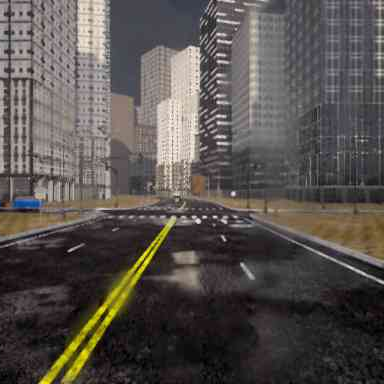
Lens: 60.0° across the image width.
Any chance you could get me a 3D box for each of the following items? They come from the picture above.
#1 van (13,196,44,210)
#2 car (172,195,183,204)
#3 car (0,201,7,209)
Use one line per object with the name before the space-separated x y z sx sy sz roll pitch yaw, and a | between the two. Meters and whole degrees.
van | -22.683 1.514 46.224 3.998 1.788 1.690 0 0 1
car | -3.301 1.679 74.250 2.150 2.045 5.566 0 0 0
car | -28.222 1.691 46.266 4.507 1.381 1.887 0 0 1
